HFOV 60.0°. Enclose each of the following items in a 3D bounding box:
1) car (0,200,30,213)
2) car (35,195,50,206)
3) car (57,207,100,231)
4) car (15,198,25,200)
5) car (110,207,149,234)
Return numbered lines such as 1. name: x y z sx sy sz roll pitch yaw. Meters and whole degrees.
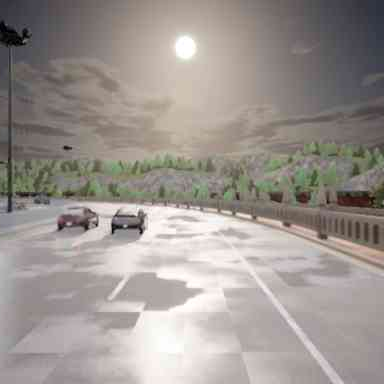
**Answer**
1. car: -15.271 1.716 28.148 1.837 1.490 4.892 0 -1 -9
2. car: -30.190 1.643 67.113 2.150 2.045 5.566 0 0 -34
3. car: -7.305 1.684 21.627 1.812 1.442 4.674 0 0 -4
4. car: -35.022 1.946 67.914 1.882 1.535 5.008 0 0 -37
5. car: -3.716 1.638 20.254 2.128 1.511 4.902 0 0 -4
